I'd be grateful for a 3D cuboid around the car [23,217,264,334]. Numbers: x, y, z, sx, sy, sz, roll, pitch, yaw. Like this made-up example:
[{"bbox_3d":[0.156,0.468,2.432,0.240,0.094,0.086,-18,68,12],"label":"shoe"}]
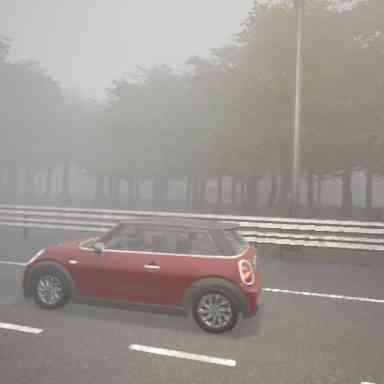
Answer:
[{"bbox_3d":[-0.914,1.279,6.545,4.553,1.767,2.097,2,0,15],"label":"car"}]
